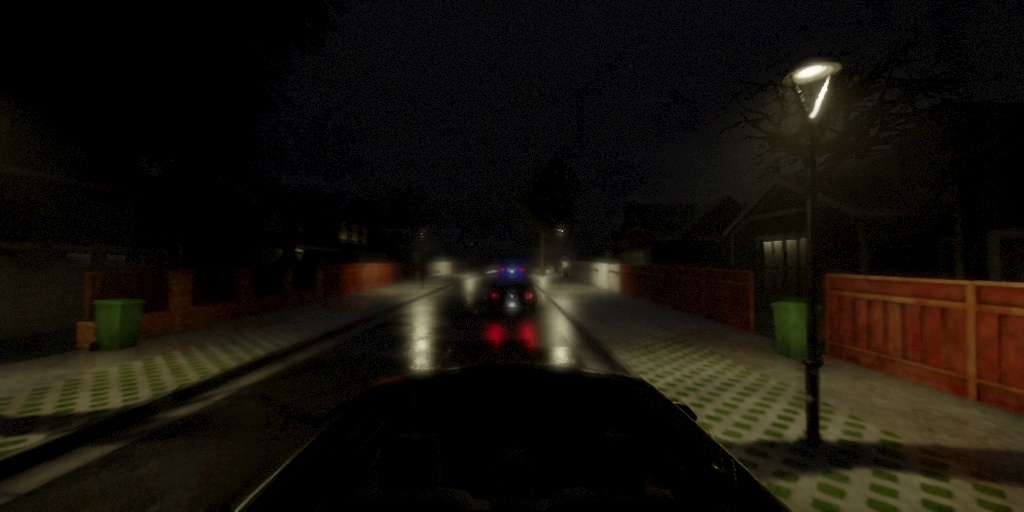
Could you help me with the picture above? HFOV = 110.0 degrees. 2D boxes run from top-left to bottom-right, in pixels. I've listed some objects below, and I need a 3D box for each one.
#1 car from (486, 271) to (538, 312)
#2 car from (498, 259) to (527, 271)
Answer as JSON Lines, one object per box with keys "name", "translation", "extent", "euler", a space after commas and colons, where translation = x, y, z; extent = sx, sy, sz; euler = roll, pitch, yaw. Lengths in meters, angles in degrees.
{"name": "car", "translation": [0.015, 1.491, 15.131], "extent": [1.895, 1.301, 4.718], "euler": [0, -1, 0]}
{"name": "car", "translation": [0.019, 1.267, 29.462], "extent": [2.150, 2.045, 5.566], "euler": [0, 0, 0]}
